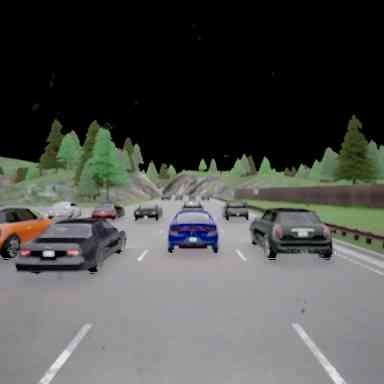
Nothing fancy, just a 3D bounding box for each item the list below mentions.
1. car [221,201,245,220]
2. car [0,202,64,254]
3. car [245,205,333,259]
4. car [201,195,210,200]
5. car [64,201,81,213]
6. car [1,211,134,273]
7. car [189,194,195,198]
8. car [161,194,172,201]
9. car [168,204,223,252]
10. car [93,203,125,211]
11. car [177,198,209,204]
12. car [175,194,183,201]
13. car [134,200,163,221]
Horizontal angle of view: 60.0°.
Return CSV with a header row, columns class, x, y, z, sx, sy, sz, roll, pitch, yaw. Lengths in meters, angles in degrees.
class,x,y,z,sx,sy,sz,roll,pitch,yaw
car,3.550,1.502,27.789,2.128,1.511,4.902,0,0,1
car,-6.951,1.356,12.709,2.097,1.767,4.553,0,0,1
car,3.549,1.356,12.707,2.097,1.767,4.553,0,0,1
car,3.522,1.545,85.998,2.128,1.511,4.902,0,0,0
car,-10.833,1.535,28.462,1.812,1.442,4.674,0,0,-6
car,-3.470,1.552,10.619,2.033,1.411,5.357,0,0,1
car,0.022,1.560,85.999,2.033,1.411,5.357,0,0,0
car,-6.977,1.366,88.054,2.097,1.767,4.553,0,0,0
car,0.059,1.483,13.980,1.882,1.535,5.008,0,0,0
car,-6.947,1.575,28.012,1.994,1.385,4.181,0,0,1
car,0.050,1.502,27.780,2.128,1.511,4.902,0,0,1
car,-3.478,1.559,86.000,2.033,1.411,5.357,0,0,0
car,-3.457,1.611,27.181,1.895,1.301,4.718,0,0,1
